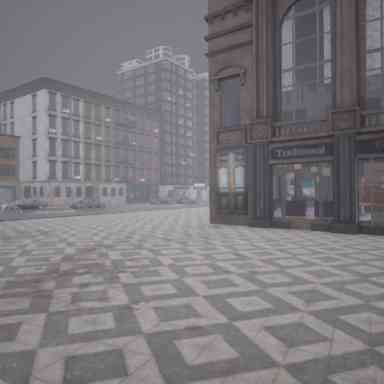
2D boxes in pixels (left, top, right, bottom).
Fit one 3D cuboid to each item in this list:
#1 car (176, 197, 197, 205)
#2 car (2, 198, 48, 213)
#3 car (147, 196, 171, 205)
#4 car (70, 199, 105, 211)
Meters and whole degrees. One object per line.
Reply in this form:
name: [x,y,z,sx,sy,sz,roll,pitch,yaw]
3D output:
car: [-0.927,1.492,57.207,1.994,1.385,4.181,-1,0,36]
car: [-18.887,1.500,37.859,2.128,1.511,4.902,-1,0,36]
car: [-5.502,1.468,56.461,1.837,1.490,4.892,-1,-1,36]
car: [-12.777,1.534,40.804,1.994,1.385,4.181,-1,0,36]
